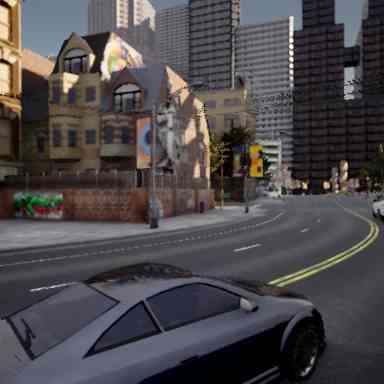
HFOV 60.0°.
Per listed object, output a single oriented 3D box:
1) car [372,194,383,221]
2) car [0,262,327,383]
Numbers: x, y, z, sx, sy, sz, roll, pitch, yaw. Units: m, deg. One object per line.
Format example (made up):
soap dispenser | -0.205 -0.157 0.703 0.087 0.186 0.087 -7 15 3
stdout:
car | 15.530 1.145 25.856 2.150 2.045 5.566 0 0 22
car | -0.254 1.571 3.920 4.181 1.385 1.994 0 0 -38
